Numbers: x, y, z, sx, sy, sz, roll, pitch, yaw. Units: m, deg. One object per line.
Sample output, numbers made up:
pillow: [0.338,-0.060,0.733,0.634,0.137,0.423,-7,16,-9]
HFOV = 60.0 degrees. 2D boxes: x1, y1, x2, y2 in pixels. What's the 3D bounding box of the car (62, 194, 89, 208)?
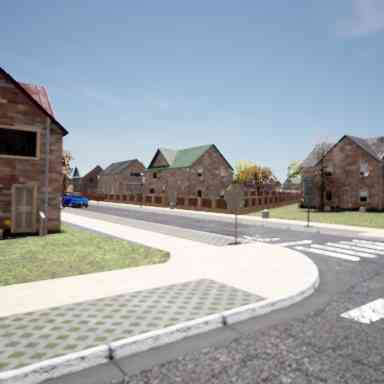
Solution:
car: [-13.338,0.991,37.943,1.882,1.535,5.008,2,0,-36]
